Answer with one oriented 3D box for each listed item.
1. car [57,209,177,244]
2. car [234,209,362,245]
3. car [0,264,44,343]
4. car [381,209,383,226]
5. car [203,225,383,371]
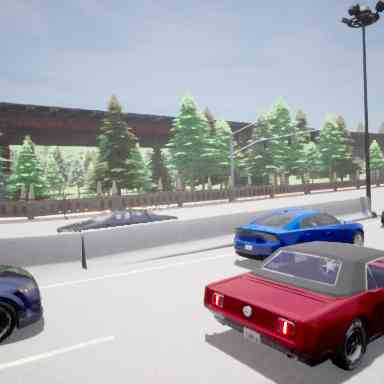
[{"bbox_3d":[-3.105,1.467,14.690,5.357,1.411,2.033,-2,1,-36],"label":"car"},{"bbox_3d":[3.568,1.282,10.636,5.008,1.535,1.882,-3,2,-36],"label":"car"},{"bbox_3d":[-4.482,1.564,4.852,4.181,1.385,1.994,0,0,-36],"label":"car"},{"bbox_3d":[10.848,0.878,15.881,4.181,1.385,1.994,-4,2,-36],"label":"car"},{"bbox_3d":[2.581,1.527,5.612,4.718,1.301,1.895,-2,1,-36],"label":"car"}]
